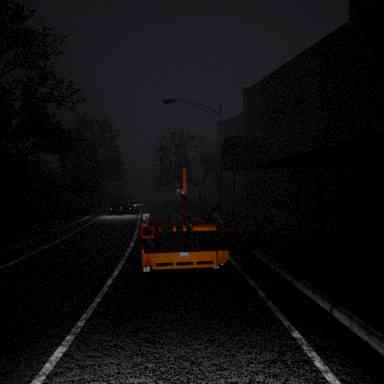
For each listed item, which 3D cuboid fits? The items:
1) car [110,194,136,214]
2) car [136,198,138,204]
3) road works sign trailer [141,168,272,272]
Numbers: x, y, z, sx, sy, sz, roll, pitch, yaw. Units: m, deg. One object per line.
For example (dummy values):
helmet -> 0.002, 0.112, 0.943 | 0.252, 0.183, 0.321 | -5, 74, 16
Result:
car -> -7.375, 1.232, 35.397 | 2.150, 2.045, 5.566 | -1, 0, -8
car -> -10.903, 1.571, 60.828 | 1.994, 1.385, 4.181 | -1, 0, -8
road works sign trailer -> 0.028, 0.791, 7.719 | 2.380, 2.880, 3.560 | 0, 0, -10
